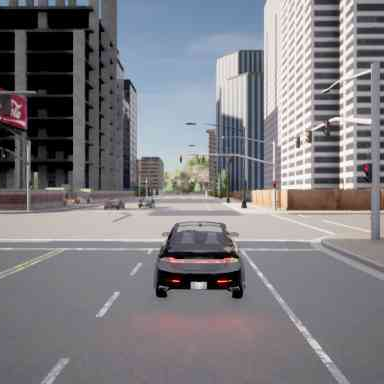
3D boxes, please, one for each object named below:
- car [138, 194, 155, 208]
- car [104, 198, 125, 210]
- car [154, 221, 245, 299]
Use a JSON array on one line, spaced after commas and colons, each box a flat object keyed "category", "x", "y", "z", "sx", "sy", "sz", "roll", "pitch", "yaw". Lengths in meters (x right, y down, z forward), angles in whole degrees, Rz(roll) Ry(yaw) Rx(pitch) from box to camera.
[{"category": "car", "x": -6.420, "y": 1.491, "z": 47.534, "sx": 2.128, "sy": 1.511, "sz": 4.902, "roll": 0, "pitch": 0, "yaw": 1}, {"category": "car", "x": -9.991, "y": 1.526, "z": 43.090, "sx": 1.812, "sy": 1.442, "sz": 4.674, "roll": 0, "pitch": 0, "yaw": 1}, {"category": "car", "x": 0.205, "y": 1.492, "z": 8.485, "sx": 2.128, "sy": 1.511, "sz": 4.902, "roll": 0, "pitch": 0, "yaw": 2}]
